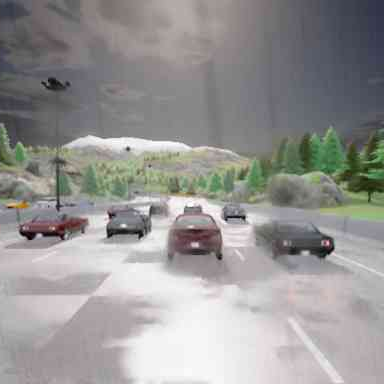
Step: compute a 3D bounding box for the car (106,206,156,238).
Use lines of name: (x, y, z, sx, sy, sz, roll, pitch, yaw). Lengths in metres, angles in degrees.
car: (-3.399, 1.672, 18.552, 1.994, 1.385, 4.181, 0, -1, 0)

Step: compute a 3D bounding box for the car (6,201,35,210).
car: (-28.031, 2.168, 53.783, 1.882, 1.535, 5.008, 0, -1, 1)

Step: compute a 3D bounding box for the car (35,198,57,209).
car: (-24.523, 1.971, 56.294, 2.150, 2.045, 5.566, 0, -1, 1)

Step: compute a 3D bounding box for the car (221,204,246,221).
car: (3.603, 1.784, 29.528, 2.033, 1.411, 5.357, 0, -1, 0)

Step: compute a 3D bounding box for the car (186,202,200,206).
car: (0.103, 1.795, 34.047, 2.128, 1.511, 4.902, 0, -1, 0)

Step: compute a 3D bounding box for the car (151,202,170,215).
car: (-3.397, 1.802, 35.347, 1.882, 1.535, 5.008, 0, -1, 0)

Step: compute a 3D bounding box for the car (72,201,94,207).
car: (-17.547, 2.190, 54.694, 1.882, 1.535, 5.008, 0, -1, 0)

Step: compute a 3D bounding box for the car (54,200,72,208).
car: (-21.028, 2.354, 56.387, 1.895, 1.301, 4.718, 0, -1, 1)

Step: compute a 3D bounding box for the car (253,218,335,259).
car: (3.599, 1.661, 12.757, 1.895, 1.301, 4.718, 0, 0, 0)

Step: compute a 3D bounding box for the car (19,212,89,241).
car: (-6.899, 1.697, 17.269, 1.895, 1.301, 4.718, 0, -1, 0)

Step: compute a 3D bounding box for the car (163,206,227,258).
car: (0.099, 1.539, 12.991, 1.882, 1.535, 5.008, 0, 0, 0)
